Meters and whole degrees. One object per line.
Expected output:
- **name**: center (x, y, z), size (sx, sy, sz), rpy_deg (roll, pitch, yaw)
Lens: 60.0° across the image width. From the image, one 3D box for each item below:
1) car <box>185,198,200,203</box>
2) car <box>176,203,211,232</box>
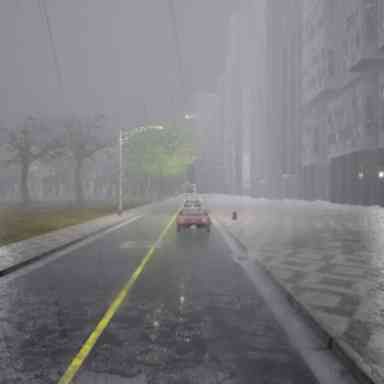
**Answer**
- **car**: center (0.079, 1.405, 39.351), size (2.128, 1.511, 4.902), rpy_deg (0, 0, 0)
- **car**: center (0.089, 1.547, 19.725), size (1.895, 1.301, 4.718), rpy_deg (0, 0, 0)
